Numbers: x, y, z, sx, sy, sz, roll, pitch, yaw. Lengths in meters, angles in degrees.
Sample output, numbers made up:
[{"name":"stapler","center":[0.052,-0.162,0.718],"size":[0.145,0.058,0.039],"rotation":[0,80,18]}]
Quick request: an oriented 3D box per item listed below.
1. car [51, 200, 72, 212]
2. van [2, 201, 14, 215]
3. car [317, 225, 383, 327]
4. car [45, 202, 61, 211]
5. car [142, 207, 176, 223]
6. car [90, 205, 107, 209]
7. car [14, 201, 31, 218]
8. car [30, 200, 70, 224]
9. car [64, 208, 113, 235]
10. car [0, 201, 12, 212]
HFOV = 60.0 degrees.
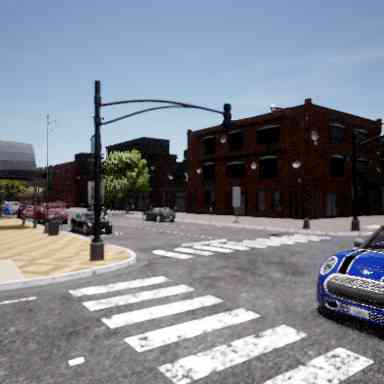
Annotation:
[{"name":"car","center":[-23.104,2.449,58.620],"size":[2.192,1.841,5.009],"rotation":[-1,0,-37]},{"name":"van","center":[-26.542,2.365,49.190],"size":[1.690,1.788,3.998],"rotation":[-1,0,-37]},{"name":"car","center":[4.612,1.432,6.819],"size":[4.553,1.767,2.097],"rotation":[1,-1,-35]},{"name":"car","center":[-26.498,2.752,63.199],"size":[1.752,1.417,4.829],"rotation":[-1,0,-37]},{"name":"car","center":[-3.211,2.145,32.031],"size":[2.008,1.369,4.403],"rotation":[-1,0,-37]},{"name":"car","center":[-12.760,2.404,44.703],"size":[2.008,1.369,4.403],"rotation":[-1,0,-37]},{"name":"car","center":[-19.521,2.272,39.709],"size":[1.967,1.590,4.097],"rotation":[-1,0,-37]},{"name":"car","center":[-13.001,1.966,30.768],"size":[2.192,1.841,5.009],"rotation":[-1,0,-37]},{"name":"car","center":[-6.856,2.048,22.446],"size":[1.947,1.339,4.313],"rotation":[-1,0,-37]},{"name":"car","center":[-33.137,2.518,58.079],"size":[2.192,1.841,5.009],"rotation":[-1,0,-37]}]
